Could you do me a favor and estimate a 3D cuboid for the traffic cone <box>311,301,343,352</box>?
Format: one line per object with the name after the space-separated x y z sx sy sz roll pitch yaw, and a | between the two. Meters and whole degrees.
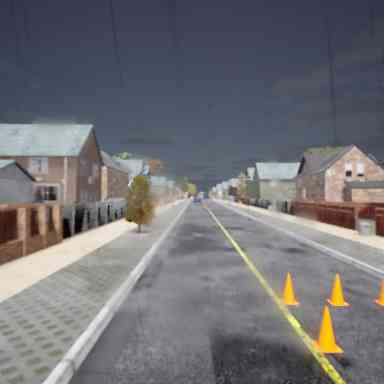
1.975 1.981 4.886 0.340 0.580 0.340 0 0 1 | traffic cone

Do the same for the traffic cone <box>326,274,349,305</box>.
3.000 1.994 6.874 0.340 0.580 0.340 0 0 1 | traffic cone

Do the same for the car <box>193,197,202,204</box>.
1.251 1.893 73.916 2.033 1.411 5.357 0 0 1 | car

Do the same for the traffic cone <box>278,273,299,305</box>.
2.000 1.986 6.886 0.340 0.580 0.340 0 0 1 | traffic cone

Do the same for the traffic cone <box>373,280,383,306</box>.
3.999 2.002 6.862 0.340 0.580 0.340 0 0 1 | traffic cone
